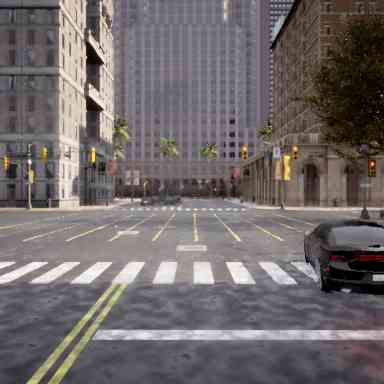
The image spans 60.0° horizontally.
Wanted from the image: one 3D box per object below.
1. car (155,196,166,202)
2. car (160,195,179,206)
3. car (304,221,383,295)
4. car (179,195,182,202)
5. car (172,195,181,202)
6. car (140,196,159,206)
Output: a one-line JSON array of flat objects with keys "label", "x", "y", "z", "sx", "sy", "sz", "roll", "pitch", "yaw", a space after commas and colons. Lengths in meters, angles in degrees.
[{"label": "car", "x": -6.959, "y": 1.552, "z": 73.520, "sx": 1.994, "sy": 1.385, "sz": 4.181, "roll": 0, "pitch": 0, "yaw": 1}, {"label": "car", "x": -3.656, "y": 1.547, "z": 54.791, "sx": 2.033, "sy": 1.411, "sz": 5.357, "roll": 0, "pitch": 0, "yaw": 0}, {"label": "car", "x": 4.121, "y": 1.486, "z": 8.741, "sx": 1.882, "sy": 1.535, "sz": 5.008, "roll": -1, "pitch": 0, "yaw": 13}, {"label": "car", "x": -3.585, "y": 1.491, "z": 64.876, "sx": 2.128, "sy": 1.511, "sz": 4.902, "roll": 0, "pitch": 0, "yaw": 1}, {"label": "car", "x": -3.443, "y": 1.499, "z": 75.288, "sx": 1.837, "sy": 1.490, "sz": 4.892, "roll": 0, "pitch": 0, "yaw": 1}, {"label": "car", "x": -7.148, "y": 1.492, "z": 53.889, "sx": 2.128, "sy": 1.511, "sz": 4.902, "roll": 0, "pitch": 0, "yaw": 0}]
